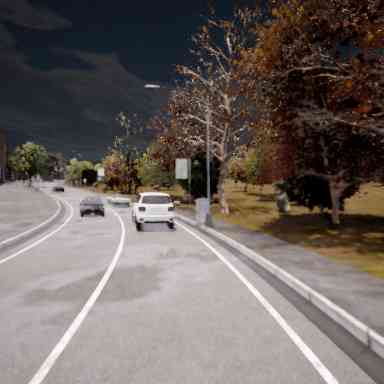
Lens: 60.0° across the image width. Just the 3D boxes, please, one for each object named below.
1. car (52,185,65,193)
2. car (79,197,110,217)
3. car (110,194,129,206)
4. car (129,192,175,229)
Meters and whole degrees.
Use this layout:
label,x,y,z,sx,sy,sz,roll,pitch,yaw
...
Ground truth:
label,x,y,z,sx,sy,sz,roll,pitch,yaw
car,-25.434,-0.598,63.316,1.895,1.301,4.718,1,2,-28
car,-8.020,1.139,26.837,2.033,1.411,5.357,1,1,-18
car,-8.497,0.874,38.289,1.895,1.301,4.718,1,2,-24
car,-2.477,1.036,20.477,2.150,2.045,5.566,1,1,-13
